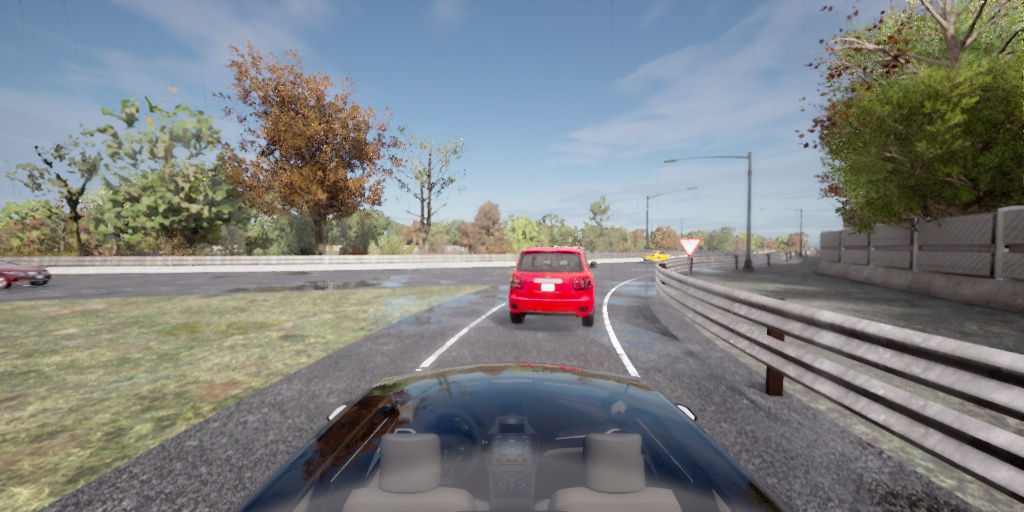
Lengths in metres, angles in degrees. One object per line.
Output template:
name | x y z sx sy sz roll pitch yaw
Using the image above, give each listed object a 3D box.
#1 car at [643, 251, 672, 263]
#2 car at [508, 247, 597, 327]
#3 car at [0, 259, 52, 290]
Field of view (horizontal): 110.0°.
car | 19.345 0.047 47.655 5.008 1.535 1.882 -1 2 -39
car | 1.369 0.752 10.906 2.150 2.045 5.566 0 2 12
car | -25.464 0.774 17.148 4.674 1.442 1.812 0 1 -11
